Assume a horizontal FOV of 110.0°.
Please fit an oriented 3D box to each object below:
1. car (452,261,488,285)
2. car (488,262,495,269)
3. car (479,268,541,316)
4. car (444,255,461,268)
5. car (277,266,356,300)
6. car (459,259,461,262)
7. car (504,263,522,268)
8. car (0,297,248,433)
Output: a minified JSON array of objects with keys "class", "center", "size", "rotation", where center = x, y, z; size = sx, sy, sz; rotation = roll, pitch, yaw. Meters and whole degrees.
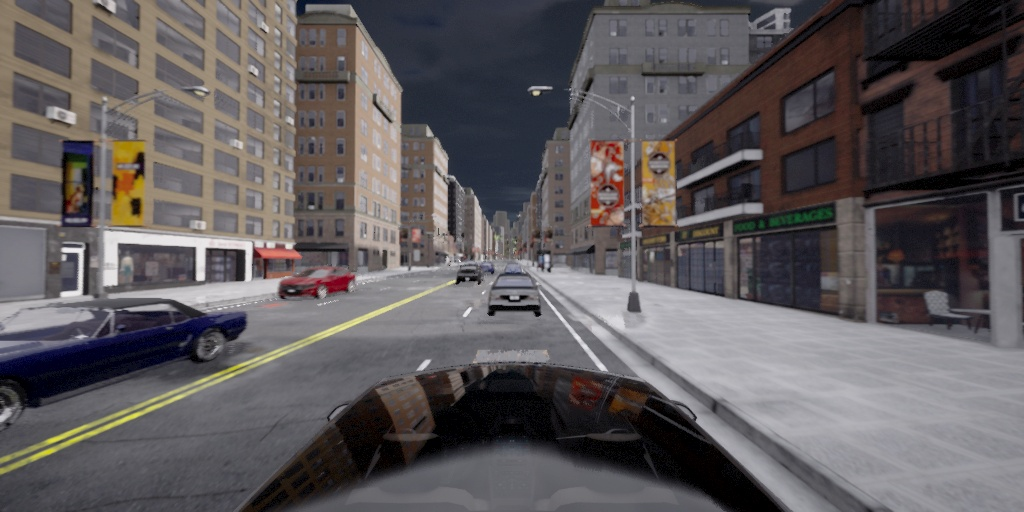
[{"class":"car","center":[-3.141,1.381,27.676],"size":[1.837,1.490,4.892],"rotation":[0,0,0]},{"class":"car","center":[-3.134,1.491,44.975],"size":[1.812,1.442,4.674],"rotation":[0,0,0]},{"class":"car","center":[0.091,1.355,13.673],"size":[2.033,1.411,5.357],"rotation":[0,0,0]},{"class":"car","center":[-9.729,0.885,59.566],"size":[2.150,2.045,5.566],"rotation":[0,0,0]},{"class":"car","center":[-9.844,1.309,18.496],"size":[1.882,1.535,5.008],"rotation":[0,-1,0]},{"class":"car","center":[-6.520,1.501,55.745],"size":[1.882,1.535,5.008],"rotation":[0,0,1]},{"class":"car","center":[0.114,1.477,38.338],"size":[2.033,1.411,5.357],"rotation":[0,0,0]},{"class":"car","center":[-6.599,1.369,5.448],"size":[1.895,1.301,4.718],"rotation":[0,0,0]}]
